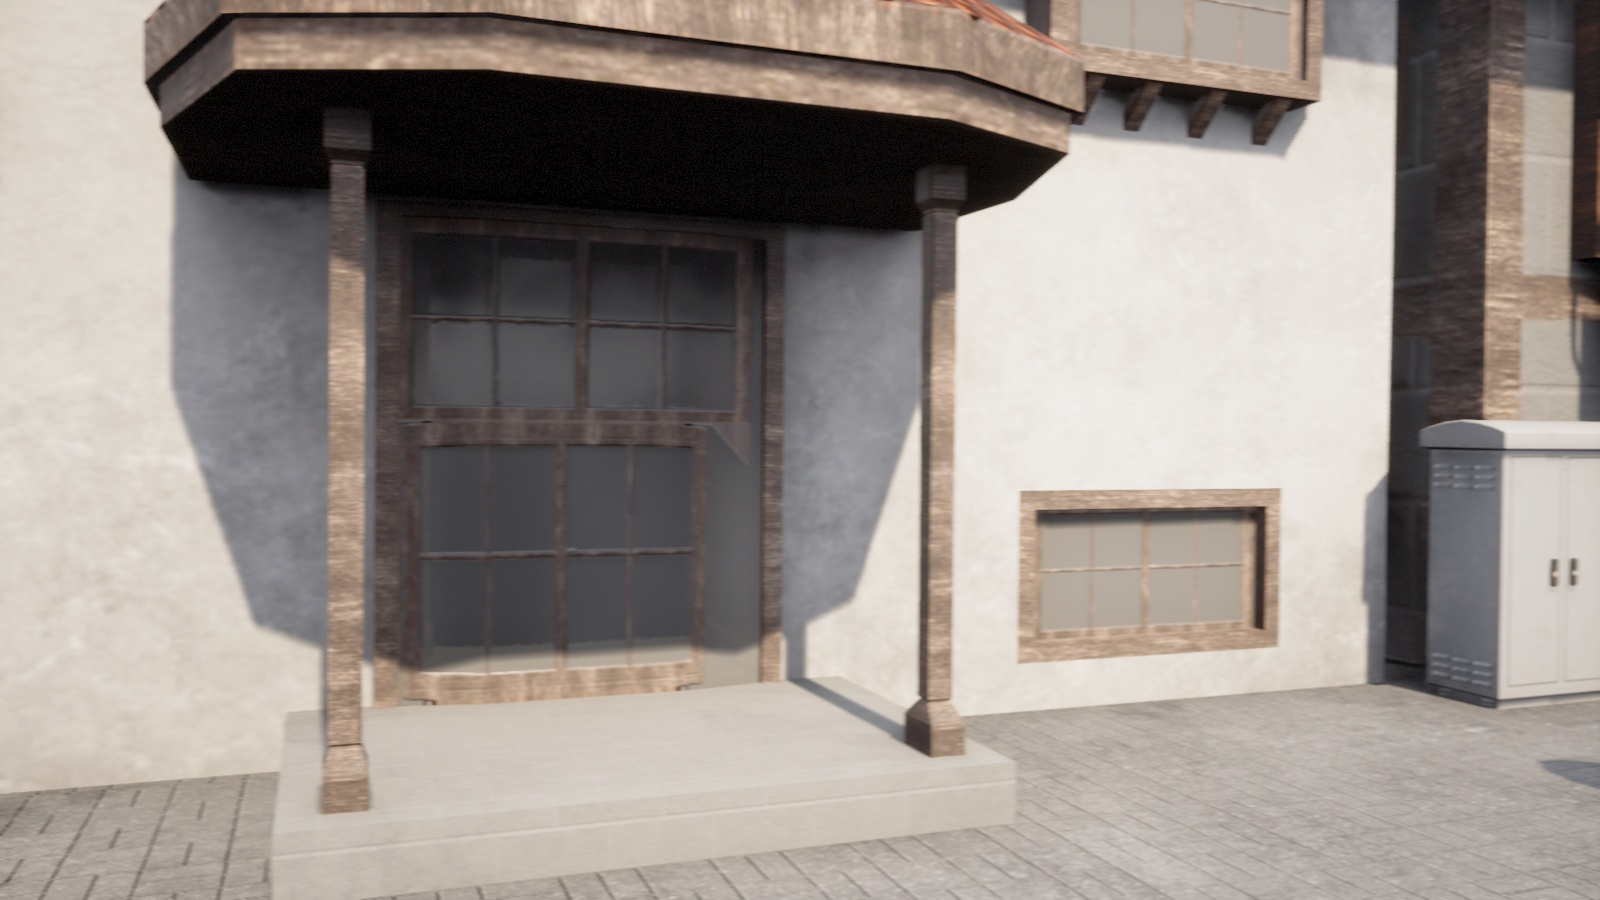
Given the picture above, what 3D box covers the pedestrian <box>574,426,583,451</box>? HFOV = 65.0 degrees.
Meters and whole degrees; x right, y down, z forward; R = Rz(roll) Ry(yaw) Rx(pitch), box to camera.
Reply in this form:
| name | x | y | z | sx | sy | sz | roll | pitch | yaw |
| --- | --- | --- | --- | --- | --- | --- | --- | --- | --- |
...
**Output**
| name | x | y | z | sx | sy | sz | roll | pitch | yaw |
| --- | --- | --- | --- | --- | --- | --- | --- | --- | --- |
| pedestrian | -16.834 | -0.880 | 95.483 | 0.594 | 1.836 | 0.345 | -1 | 1 | -22 |
